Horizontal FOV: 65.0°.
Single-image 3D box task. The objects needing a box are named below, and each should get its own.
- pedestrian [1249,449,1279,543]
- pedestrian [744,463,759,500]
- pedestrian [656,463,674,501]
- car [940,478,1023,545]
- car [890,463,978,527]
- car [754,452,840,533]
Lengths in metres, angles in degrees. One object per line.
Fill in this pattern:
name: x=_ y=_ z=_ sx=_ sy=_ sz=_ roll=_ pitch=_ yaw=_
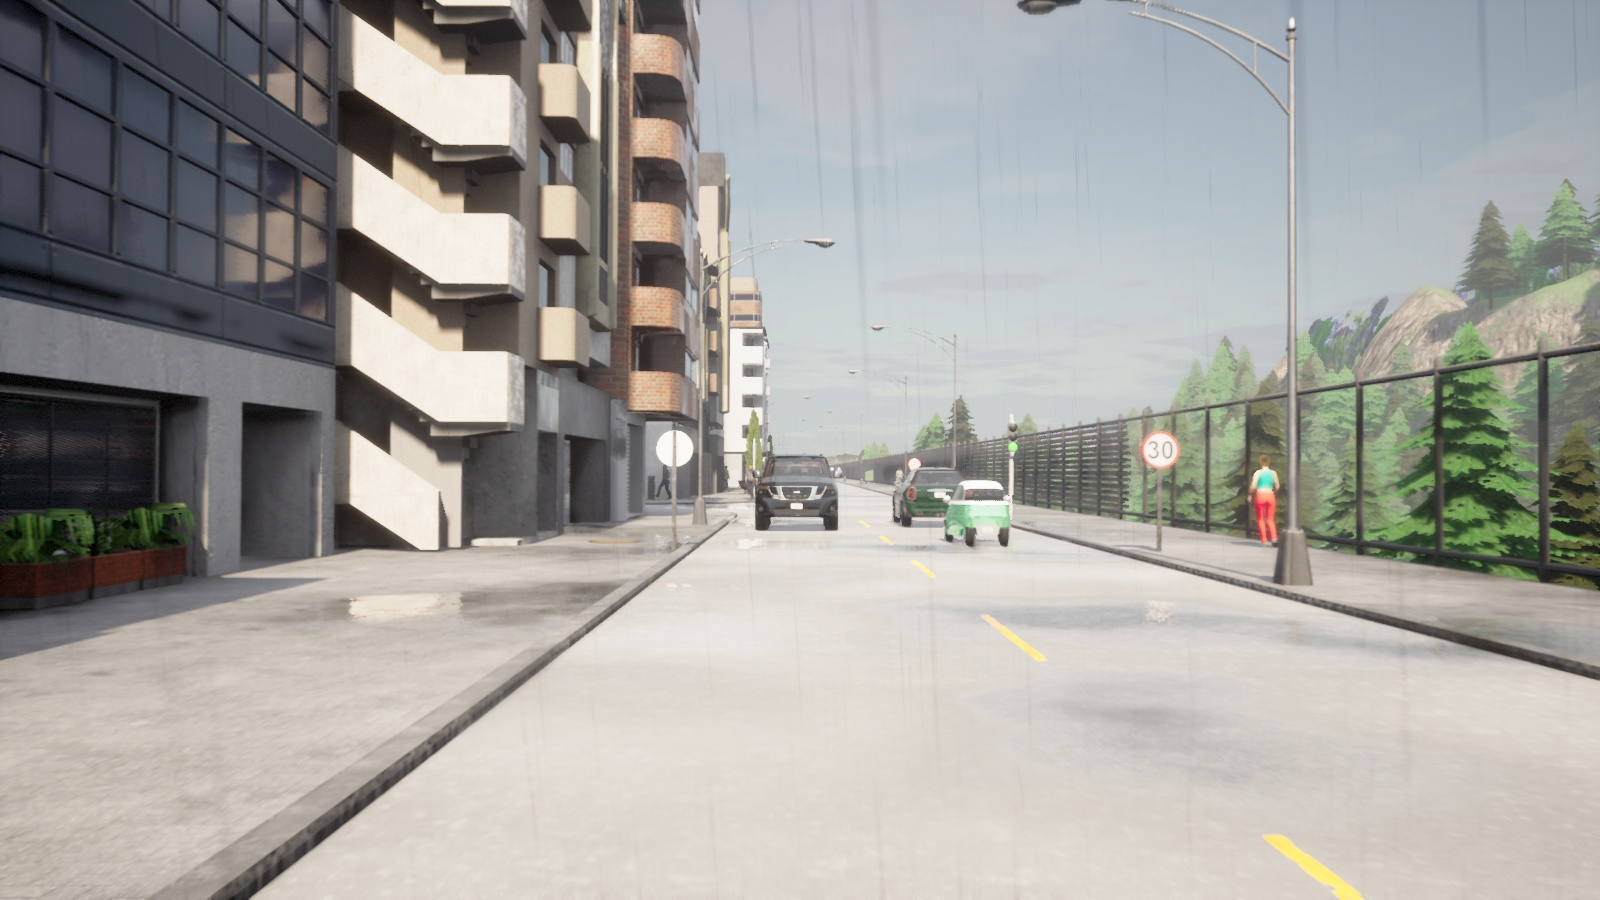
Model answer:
pedestrian: x=9.141 y=0.902 z=24.751 sx=0.345 sy=1.836 sz=0.594 roll=0 pitch=-1 yaw=0
pedestrian: x=-2.433 y=1.582 z=63.168 sx=0.540 sy=1.848 sz=0.694 roll=0 pitch=-1 yaw=15
pedestrian: x=-6.892 y=1.632 z=63.978 sx=0.788 sy=1.949 sz=0.423 roll=0 pitch=-1 yaw=-37
car: x=3.927 y=1.313 z=27.415 sx=1.481 sy=1.376 sz=2.207 roll=0 pitch=-1 yaw=0
car: x=3.901 y=1.281 z=37.220 sx=2.097 sy=1.767 sz=4.553 roll=0 pitch=-1 yaw=0
car: x=-0.071 y=1.112 z=34.541 sx=2.150 sy=2.045 sz=5.566 roll=0 pitch=-1 yaw=0
